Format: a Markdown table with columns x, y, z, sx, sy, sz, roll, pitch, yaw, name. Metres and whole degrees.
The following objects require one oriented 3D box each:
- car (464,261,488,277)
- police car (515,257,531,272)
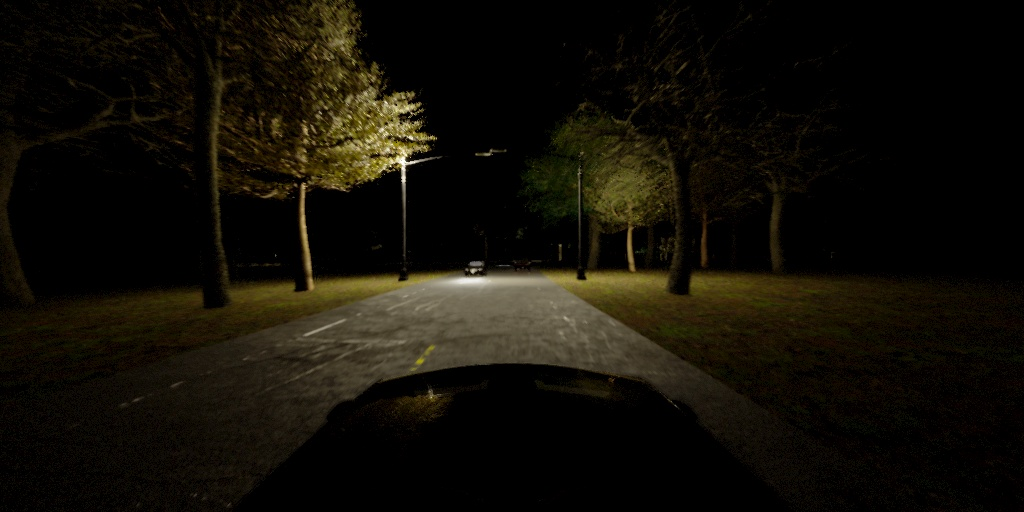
| x | y | z | sx | sy | sz | roll | pitch | yaw | name |
| --- | --- | --- | --- | --- | --- | --- | --- | --- | --- |
| -3.513 | 1.251 | 35.569 | 2.128 | 1.511 | 4.902 | 0 | 0 | 1 | car |
| 1.371 | 1.149 | 46.158 | 1.930 | 1.638 | 5.238 | 0 | 0 | 2 | police car |
